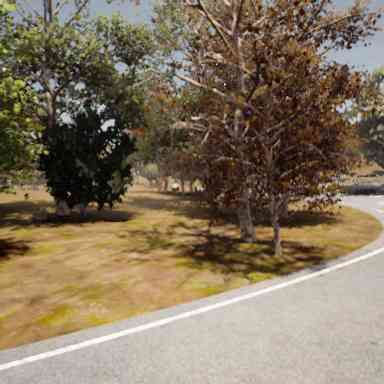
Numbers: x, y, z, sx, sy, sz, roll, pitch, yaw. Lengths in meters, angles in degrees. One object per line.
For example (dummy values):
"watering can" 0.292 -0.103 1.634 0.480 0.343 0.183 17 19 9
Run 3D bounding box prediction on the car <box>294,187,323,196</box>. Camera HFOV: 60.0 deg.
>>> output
"car" 13.248 -0.134 38.630 1.994 1.385 4.181 -5 3 -20

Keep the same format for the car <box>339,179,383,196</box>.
"car" 18.598 -0.346 35.202 2.033 1.411 5.357 -6 4 -39

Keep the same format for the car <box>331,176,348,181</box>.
"car" 29.095 -2.691 67.597 4.718 1.301 1.895 -4 3 -11
